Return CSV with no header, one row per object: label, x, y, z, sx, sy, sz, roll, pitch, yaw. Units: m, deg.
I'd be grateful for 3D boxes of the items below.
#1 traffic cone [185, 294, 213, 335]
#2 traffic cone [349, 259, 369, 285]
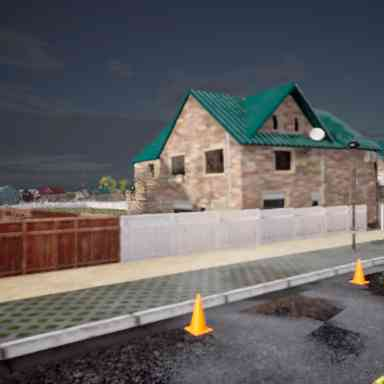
traffic cone,0.113,1.964,5.452,0.340,0.580,0.340,0,0,-35
traffic cone,4.203,1.971,8.353,0.340,0.580,0.340,0,0,-35
